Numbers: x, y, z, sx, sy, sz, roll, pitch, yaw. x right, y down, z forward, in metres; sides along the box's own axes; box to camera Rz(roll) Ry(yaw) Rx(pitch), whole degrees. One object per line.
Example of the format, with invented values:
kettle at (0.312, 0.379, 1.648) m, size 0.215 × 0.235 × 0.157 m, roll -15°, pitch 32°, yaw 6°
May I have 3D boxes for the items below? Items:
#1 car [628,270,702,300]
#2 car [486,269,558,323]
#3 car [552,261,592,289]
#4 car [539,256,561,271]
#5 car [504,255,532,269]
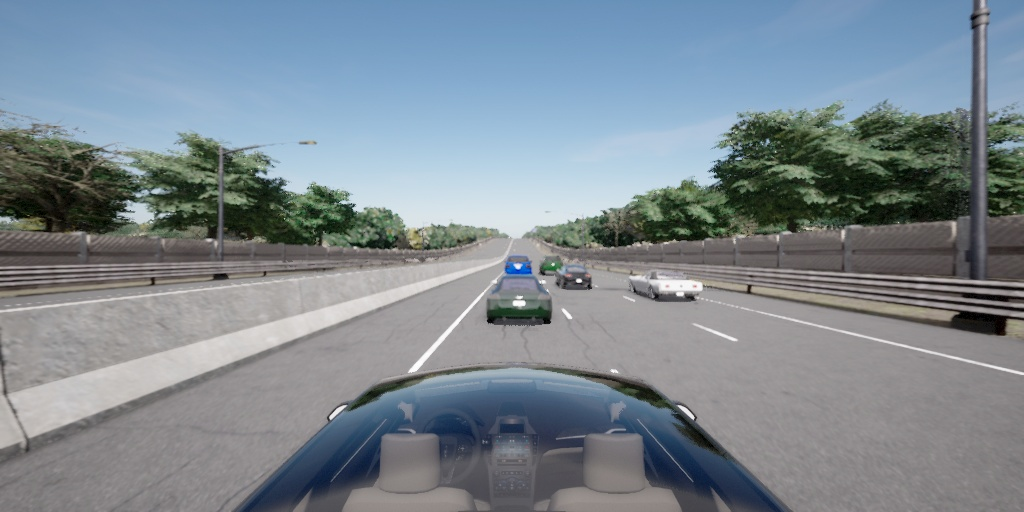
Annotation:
car at (7.318, 1.357, 17.728) m, size 1.895 × 1.301 × 4.718 m, roll 0°, pitch 0°, yaw 1°
car at (0.231, 1.295, 12.075) m, size 1.994 × 1.385 × 4.181 m, roll 0°, pitch 0°, yaw 1°
car at (3.900, 1.261, 23.009) m, size 1.812 × 1.442 × 4.674 m, roll 0°, pitch 0°, yaw 1°
car at (4.137, 0.970, 38.503) m, size 2.150 × 2.045 × 5.566 m, roll 0°, pitch 0°, yaw 1°
car at (0.500, 0.942, 29.621) m, size 2.150 × 2.045 × 5.566 m, roll 0°, pitch 0°, yaw 1°
